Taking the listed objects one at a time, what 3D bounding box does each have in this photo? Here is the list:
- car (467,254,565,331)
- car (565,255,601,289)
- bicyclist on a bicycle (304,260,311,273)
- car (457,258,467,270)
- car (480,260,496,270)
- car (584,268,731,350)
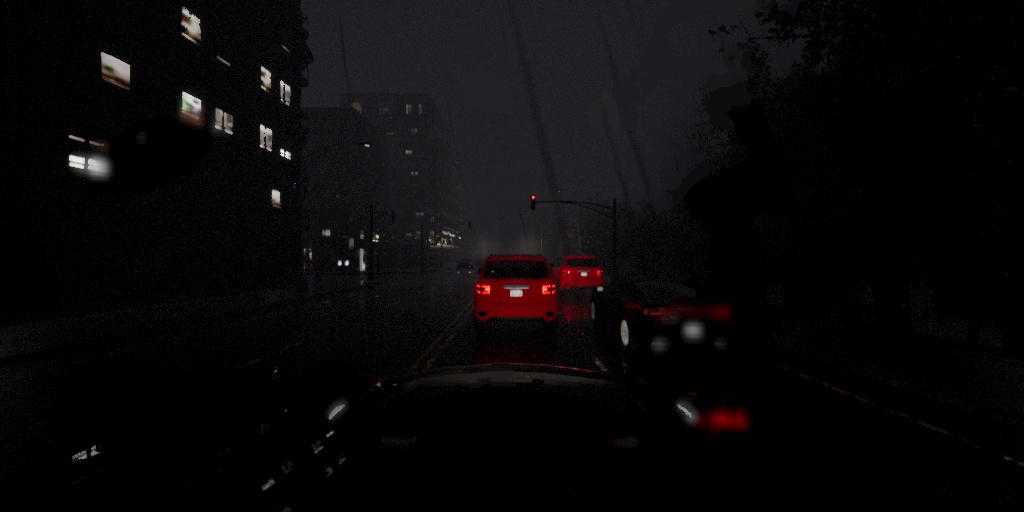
[{"bbox_3d":[0.093,0.966,11.073,2.150,2.045,5.566,0,0,0],"label":"car"},{"bbox_3d":[3.340,0.962,19.610,2.150,2.045,5.566,0,0,-1],"label":"car"},{"bbox_3d":[-24.915,1.310,43.673,0.582,1.620,1.656,-1,1,-1],"label":"bicyclist on a bicycle"},{"bbox_3d":[-6.637,1.086,51.648,2.097,1.767,4.553,0,0,0],"label":"car"},{"bbox_3d":[-3.388,1.280,51.825,2.033,1.411,5.357,0,0,0],"label":"car"},{"bbox_3d":[3.341,1.223,9.093,1.882,1.535,5.008,0,0,0],"label":"car"}]
